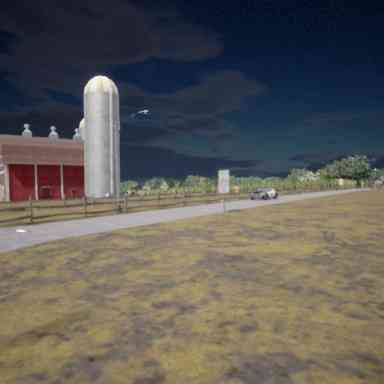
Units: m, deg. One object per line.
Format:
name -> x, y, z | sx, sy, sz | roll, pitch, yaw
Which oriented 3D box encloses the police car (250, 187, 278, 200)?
police car -> 8.909, 0.193, 41.184 | 2.038, 1.542, 4.974 | -1, 1, 36
